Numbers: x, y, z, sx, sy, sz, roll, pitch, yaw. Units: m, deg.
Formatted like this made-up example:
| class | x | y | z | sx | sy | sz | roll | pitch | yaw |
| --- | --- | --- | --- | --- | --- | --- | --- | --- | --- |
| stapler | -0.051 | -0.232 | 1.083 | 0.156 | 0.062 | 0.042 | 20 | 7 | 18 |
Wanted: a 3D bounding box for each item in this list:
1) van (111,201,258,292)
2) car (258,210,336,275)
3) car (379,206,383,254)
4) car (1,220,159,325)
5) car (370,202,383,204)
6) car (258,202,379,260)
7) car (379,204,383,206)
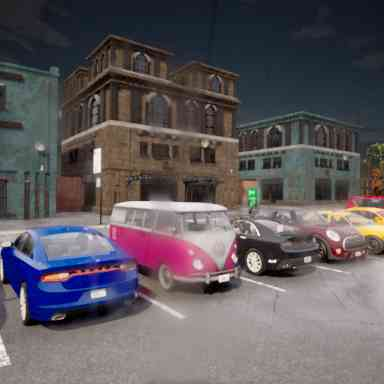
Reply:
| class | x | y | z | sx | sy | sz | roll | pitch | yaw |
| --- | --- | --- | --- | --- | --- | --- | --- | --- | --- |
| van | -0.608 | 1.255 | 8.875 | 1.878 | 1.987 | 4.442 | 0 | 0 | -36 |
| car | 1.592 | 1.483 | 10.584 | 2.231 | 1.521 | 4.892 | 0 | 0 | -36 |
| car | 6.224 | 1.478 | 13.677 | 1.946 | 1.575 | 5.366 | 0 | 0 | -36 |
| car | -2.937 | 1.480 | 7.346 | 2.097 | 1.535 | 5.008 | 0 | 0 | -36 |
| car | 12.906 | 1.520 | 18.687 | 2.002 | 1.452 | 4.674 | 0 | 0 | -36 |
| car | 3.935 | 1.356 | 12.307 | 2.185 | 1.767 | 4.553 | 0 | 0 | -36 |
| car | 8.376 | 1.480 | 15.451 | 2.097 | 1.535 | 5.008 | 0 | 0 | -36 |
